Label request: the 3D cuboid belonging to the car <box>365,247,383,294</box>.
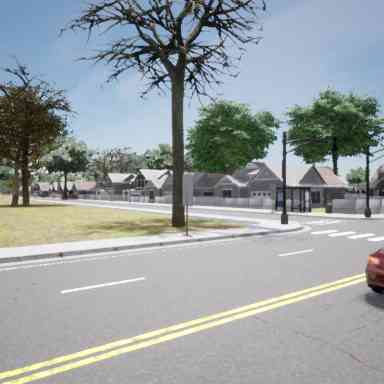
[{"bbox_3d":[5.704,1.525,7.486,4.674,1.442,1.812,0,0,-36],"label":"car"}]
